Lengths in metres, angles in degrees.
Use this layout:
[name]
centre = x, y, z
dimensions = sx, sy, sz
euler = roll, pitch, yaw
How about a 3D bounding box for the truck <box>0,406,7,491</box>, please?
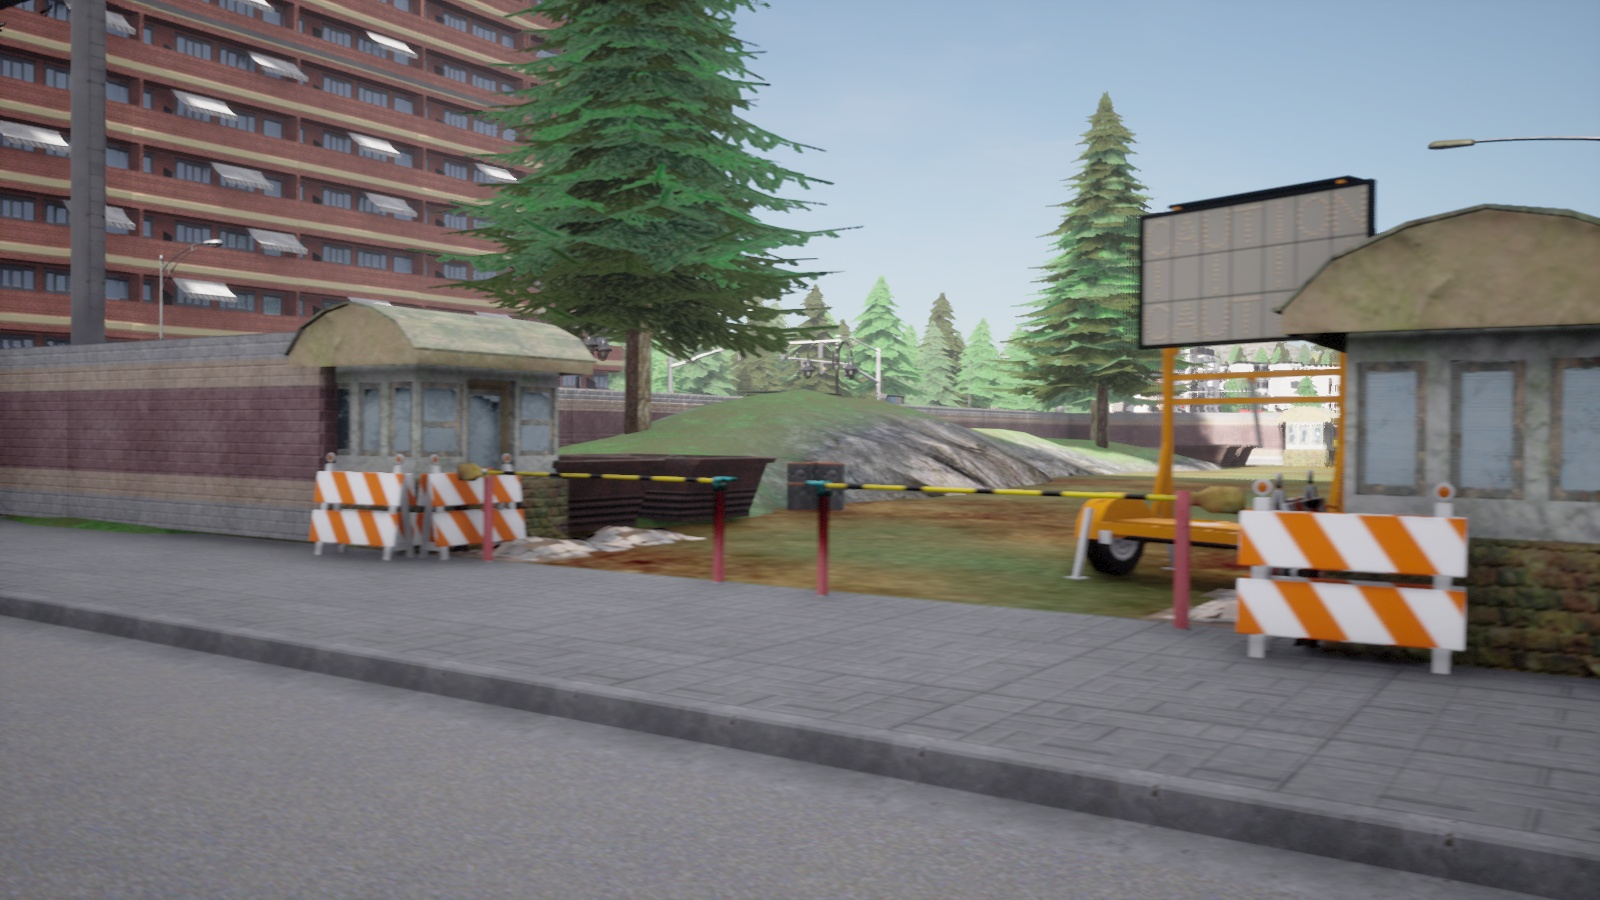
[truck]
centre = -25.488, 0.000, 34.879
dimensions = 2.627, 2.467, 5.204
euler = 0, 1, 33
